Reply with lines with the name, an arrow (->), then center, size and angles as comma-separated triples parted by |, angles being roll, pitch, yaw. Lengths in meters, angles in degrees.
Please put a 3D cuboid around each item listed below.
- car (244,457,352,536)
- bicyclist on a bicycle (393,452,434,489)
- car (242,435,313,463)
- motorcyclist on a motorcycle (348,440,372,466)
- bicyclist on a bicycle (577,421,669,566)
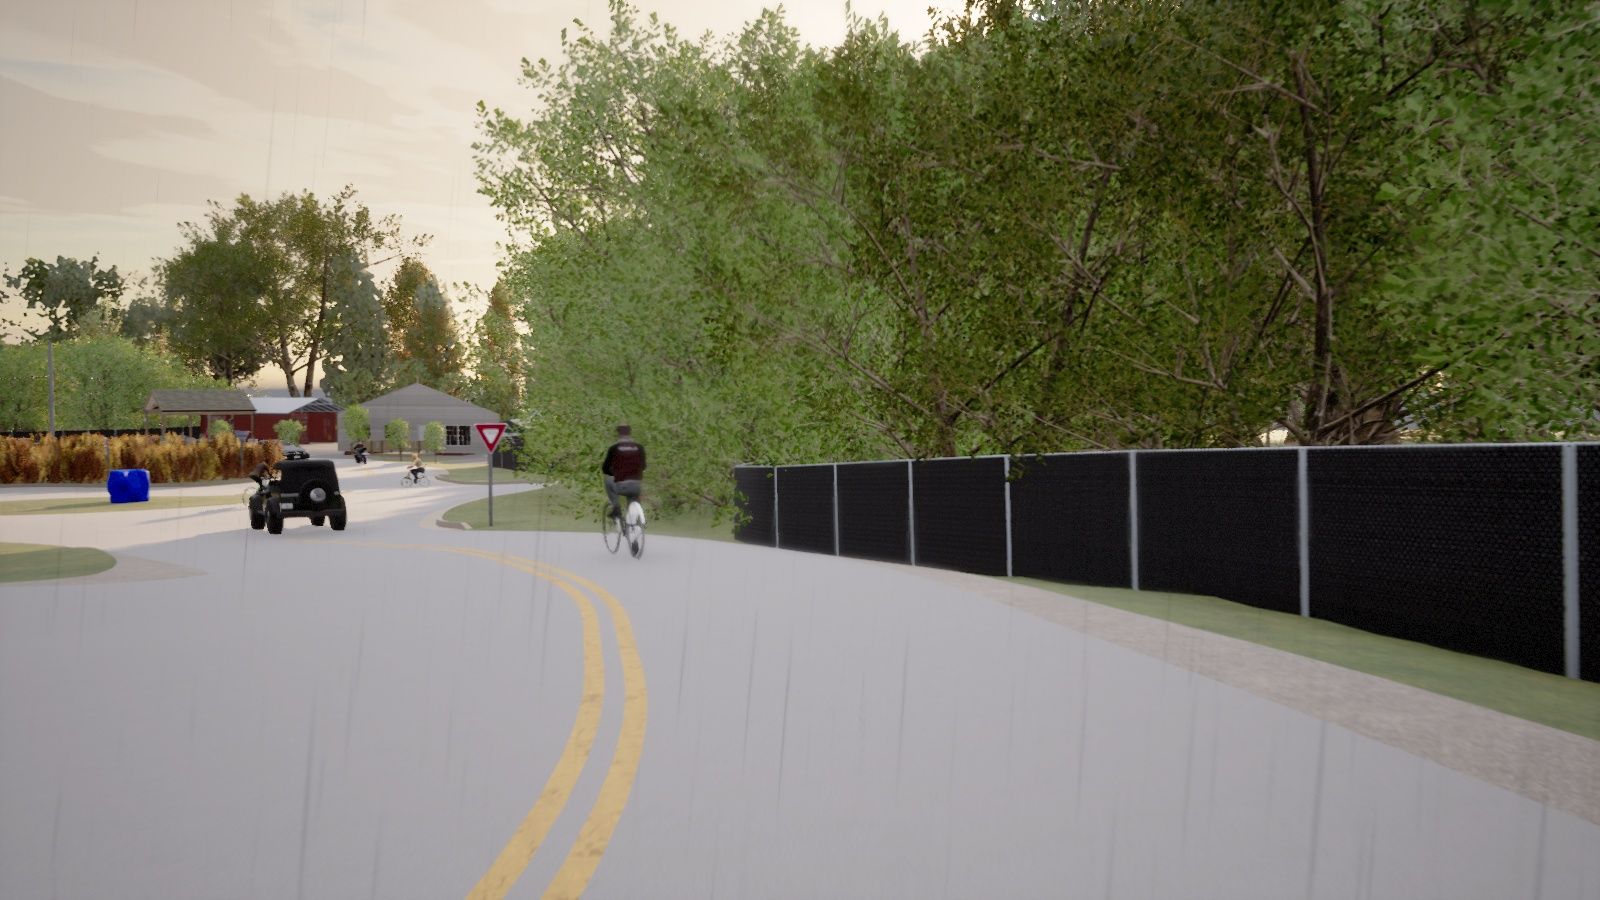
car -> -13.432, 1.177, 33.487 | 1.905, 1.878, 3.866 | -2, 1, -34
bicyclist on a bicycle -> -17.902, 0.946, 58.189 | 1.509, 1.612, 0.866 | -1, 4, 15
car -> -34.373, -0.080, 82.593 | 5.027, 1.651, 2.152 | 1, 3, 39
motorcyclist on a motorcycle -> -28.528, 0.174, 81.419 | 0.866, 1.530, 2.191 | -3, 4, -35
bicyclist on a bicycle -> -2.344, 0.540, 16.458 | 0.659, 1.776, 1.843 | -2, 0, -24
